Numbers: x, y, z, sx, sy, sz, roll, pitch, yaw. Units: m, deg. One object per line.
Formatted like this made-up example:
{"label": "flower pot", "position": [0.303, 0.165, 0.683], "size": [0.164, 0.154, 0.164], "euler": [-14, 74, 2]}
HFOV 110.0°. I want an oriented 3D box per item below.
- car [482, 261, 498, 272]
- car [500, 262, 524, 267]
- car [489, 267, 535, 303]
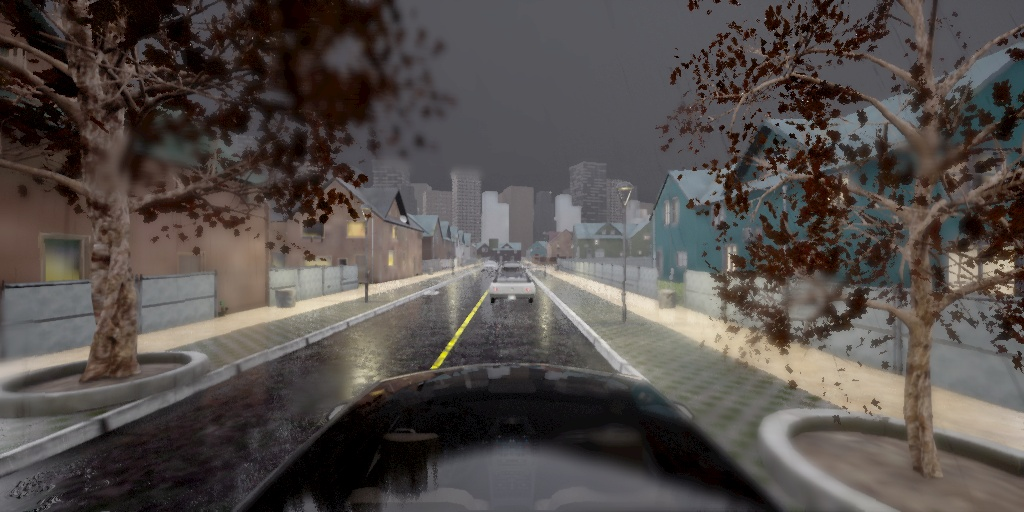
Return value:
{"label": "car", "position": [-2.750, 1.322, 46.500], "size": [1.812, 1.442, 4.674], "euler": [0, 0, 0]}
{"label": "car", "position": [0.000, 1.240, 31.500], "size": [1.882, 1.535, 5.008], "euler": [0, 0, 0]}
{"label": "car", "position": [0.000, 1.367, 16.530], "size": [1.895, 1.301, 4.718], "euler": [0, 0, 0]}
